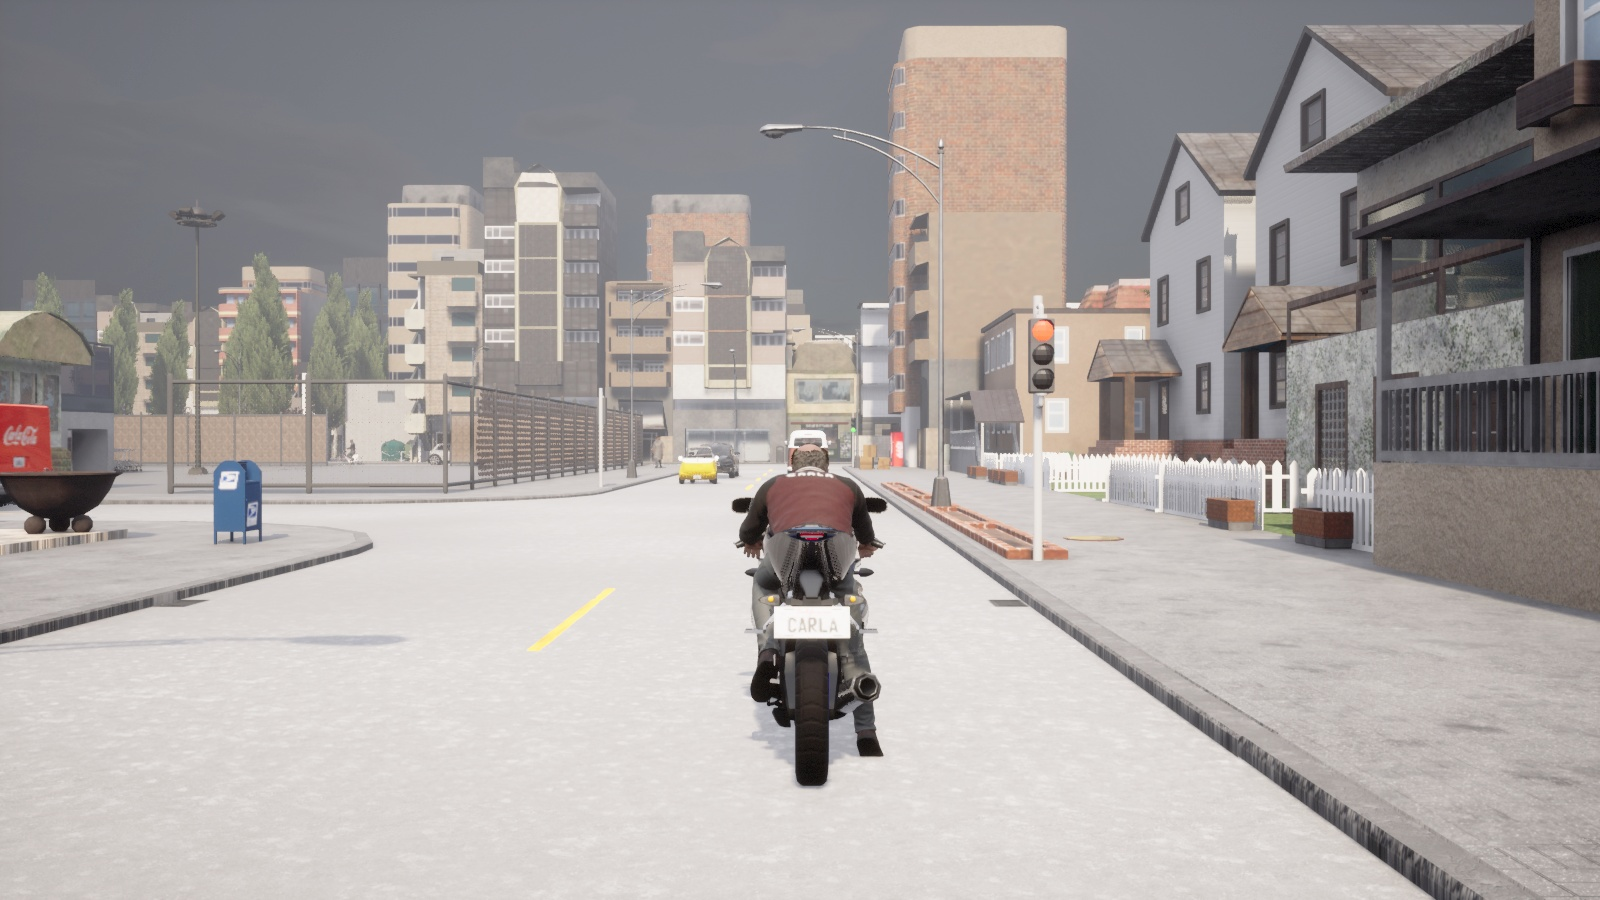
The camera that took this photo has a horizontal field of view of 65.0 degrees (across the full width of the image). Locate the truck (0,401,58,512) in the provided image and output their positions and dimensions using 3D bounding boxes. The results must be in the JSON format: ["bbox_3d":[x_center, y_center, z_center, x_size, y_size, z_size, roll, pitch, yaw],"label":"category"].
[{"bbox_3d":[-20.251,0.096,28.531,5.204,2.467,2.627,1,0,2],"label":"truck"}]

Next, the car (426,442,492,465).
[{"bbox_3d":[-22.269,0.230,82.157,3.806,1.475,1.970,0,0,1],"label":"car"}]

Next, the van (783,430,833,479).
[{"bbox_3d":[0.343,0.168,54.092,2.069,2.038,4.480,0,1,0],"label":"van"}]

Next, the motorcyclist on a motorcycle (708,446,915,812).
[{"bbox_3d":[0.050,0.746,6.352,0.866,1.530,2.191,0,0,0],"label":"motorcyclist on a motorcycle"}]

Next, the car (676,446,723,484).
[{"bbox_3d":[-3.681,0.537,46.247,1.481,1.376,2.207,0,0,1],"label":"car"}]

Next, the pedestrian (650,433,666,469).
[{"bbox_3d":[-7.807,0.060,68.997,0.659,1.952,0.873,0,0,12],"label":"pedestrian"}]

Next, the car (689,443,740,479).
[{"bbox_3d":[-3.660,0.441,54.512,1.837,1.490,4.892,0,0,1],"label":"car"}]
